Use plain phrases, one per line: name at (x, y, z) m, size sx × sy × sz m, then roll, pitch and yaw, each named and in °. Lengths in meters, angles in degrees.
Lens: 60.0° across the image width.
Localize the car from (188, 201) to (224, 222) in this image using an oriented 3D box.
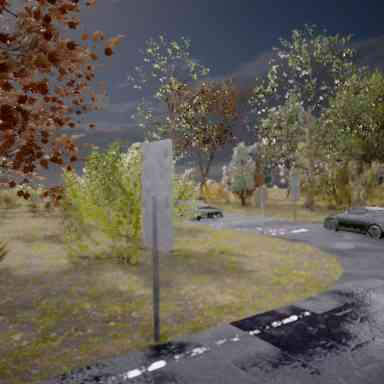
car at (0.007, 1.278, 24.458) m, size 2.033 × 1.411 × 5.357 m, roll -1°, pitch 2°, yaw -36°

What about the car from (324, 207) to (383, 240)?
car at (8.564, 1.413, 16.459) m, size 1.994 × 1.385 × 4.181 m, roll 0°, pitch 1°, yaw -20°
